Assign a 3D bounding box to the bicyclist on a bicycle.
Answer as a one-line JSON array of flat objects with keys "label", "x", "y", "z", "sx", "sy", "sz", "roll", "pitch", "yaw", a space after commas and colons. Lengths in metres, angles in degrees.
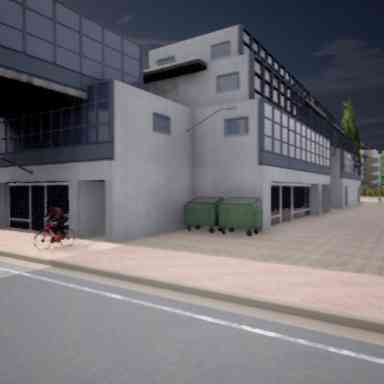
[{"label": "bicyclist on a bicycle", "x": -4.829, "y": 1.204, "z": 11.776, "sx": 0.582, "sy": 1.620, "sz": 1.656, "roll": 0, "pitch": 0, "yaw": 33}]
